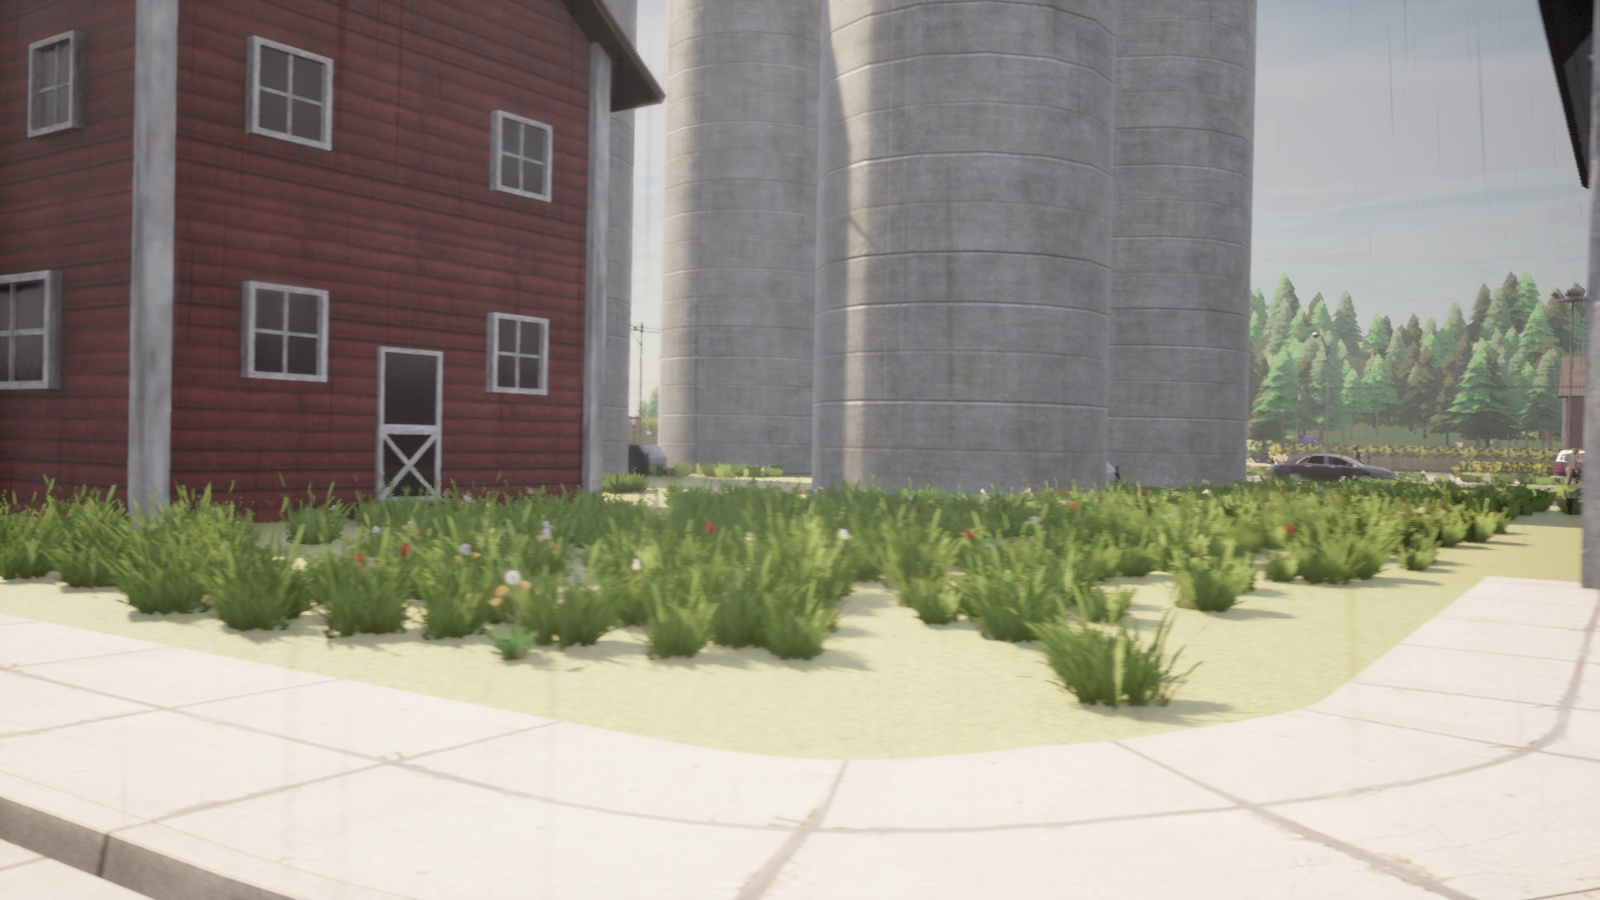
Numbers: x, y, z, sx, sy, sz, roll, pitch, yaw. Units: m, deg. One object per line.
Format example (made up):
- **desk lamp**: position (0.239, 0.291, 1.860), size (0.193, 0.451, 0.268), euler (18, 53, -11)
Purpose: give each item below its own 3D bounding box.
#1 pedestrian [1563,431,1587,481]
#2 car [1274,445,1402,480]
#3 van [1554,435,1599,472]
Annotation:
- **pedestrian**: position (29.110, 0.232, 47.175), size (0.694, 1.848, 0.540), euler (0, 0, 37)
- **car**: position (23.558, 0.514, 55.088), size (4.892, 1.490, 1.837), euler (0, 0, 33)
- **van**: position (45.700, 0.189, 71.607), size (4.480, 2.038, 2.069), euler (0, 0, 35)
